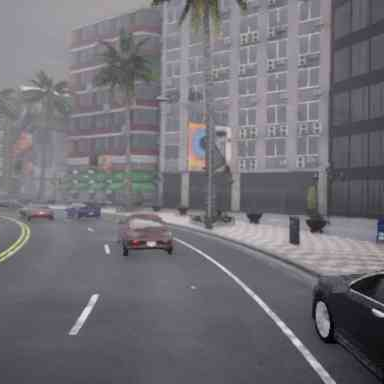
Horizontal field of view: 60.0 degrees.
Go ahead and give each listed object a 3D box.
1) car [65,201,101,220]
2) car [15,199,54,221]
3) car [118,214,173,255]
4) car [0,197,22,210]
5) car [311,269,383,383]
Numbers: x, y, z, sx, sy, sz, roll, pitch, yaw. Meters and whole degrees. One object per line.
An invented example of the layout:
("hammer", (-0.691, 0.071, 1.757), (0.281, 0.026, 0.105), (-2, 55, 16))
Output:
("car", (-9.437, 1.533, 28.611), (1.882, 1.535, 5.008), (2, -1, -35))
("car", (-12.778, 1.543, 27.212), (1.994, 1.385, 4.181), (2, -1, -37))
("car", (-1.980, 1.601, 13.558), (1.812, 1.442, 4.674), (1, -1, -15))
("car", (-21.956, 1.402, 40.541), (4.902, 1.511, 2.128), (1, -1, 35))
("car", (2.977, 1.594, 3.748), (1.837, 1.490, 4.892), (1, 0, -2))
